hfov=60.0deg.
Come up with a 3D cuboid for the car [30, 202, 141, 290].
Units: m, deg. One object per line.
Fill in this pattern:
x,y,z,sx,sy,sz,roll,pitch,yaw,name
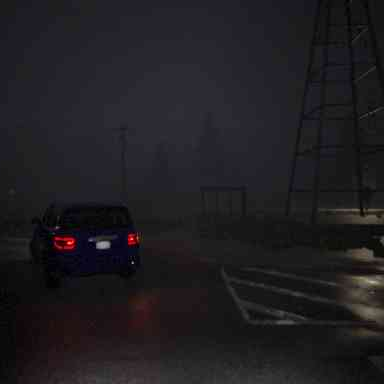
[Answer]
-3.311,1.310,9.766,2.150,2.045,5.566,0,-1,-30,car
